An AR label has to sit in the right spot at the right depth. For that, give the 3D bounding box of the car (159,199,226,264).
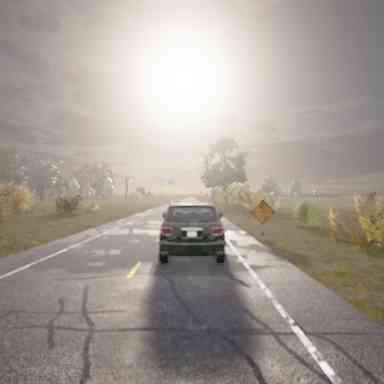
[{"bbox_3d":[0.017,1.359,12.552,2.150,2.045,5.566,0,0,0],"label":"car"}]

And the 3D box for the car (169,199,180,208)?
[{"bbox_3d":[-3.476,2.213,65.613,1.882,1.535,5.008,0,-1,0],"label":"car"}]

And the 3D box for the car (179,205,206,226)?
[{"bbox_3d":[0.025,1.846,27.513,2.033,1.411,5.357,0,-1,0],"label":"car"}]

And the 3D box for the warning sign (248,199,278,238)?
[{"bbox_3d":[3.557,1.295,16.747,1.300,1.860,1.060,0,-1,0],"label":"warning sign"}]
